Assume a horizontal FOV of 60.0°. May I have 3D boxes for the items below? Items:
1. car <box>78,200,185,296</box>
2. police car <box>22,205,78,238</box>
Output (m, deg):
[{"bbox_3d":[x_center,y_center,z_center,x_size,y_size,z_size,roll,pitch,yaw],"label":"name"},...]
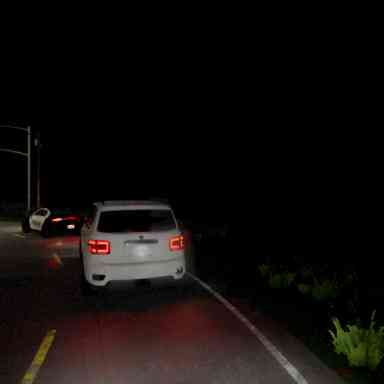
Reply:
[{"bbox_3d":[-1.859,1.221,9.022,2.150,2.045,5.566,0,0,-19],"label":"car"},{"bbox_3d":[-7.490,1.504,17.841,2.038,1.542,4.974,0,0,-43],"label":"police car"}]
